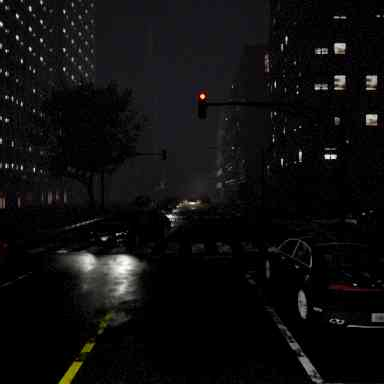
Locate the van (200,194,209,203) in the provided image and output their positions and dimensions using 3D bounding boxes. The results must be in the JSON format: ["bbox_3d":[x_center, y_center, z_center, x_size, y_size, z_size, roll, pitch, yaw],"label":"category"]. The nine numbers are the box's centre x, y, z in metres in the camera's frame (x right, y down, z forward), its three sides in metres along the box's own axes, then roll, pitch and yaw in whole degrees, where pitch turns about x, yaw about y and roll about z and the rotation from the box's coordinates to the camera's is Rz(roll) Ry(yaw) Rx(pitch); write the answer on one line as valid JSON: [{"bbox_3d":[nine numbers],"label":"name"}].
[{"bbox_3d":[2.681,1.402,72.438,1.690,1.788,3.998,0,0,0],"label":"van"}]

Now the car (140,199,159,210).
[{"bbox_3d":[-5.697,1.592,44.822,1.947,1.339,4.313,0,0,0],"label":"car"}]

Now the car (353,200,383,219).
[{"bbox_3d":[14.231,1.352,23.746,4.181,1.385,1.994,-1,0,-1],"label":"car"}]

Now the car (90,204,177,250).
[{"bbox_3d":[-2.529,1.509,14.700,1.837,1.490,4.892,-2,-1,19],"label":"car"}]

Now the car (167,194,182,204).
[{"bbox_3d":[-3.088,1.565,56.556,1.812,1.442,4.674,0,0,0],"label":"car"}]

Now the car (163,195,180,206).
[{"bbox_3d":[-3.104,1.554,46.263,1.812,1.442,4.674,0,0,0],"label":"car"}]

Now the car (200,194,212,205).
[{"bbox_3d":[2.683,1.611,61.391,1.947,1.339,4.313,0,0,0],"label":"car"}]

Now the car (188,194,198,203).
[{"bbox_3d":[0.091,1.656,68.903,1.895,1.301,4.718,0,0,0],"label":"car"}]

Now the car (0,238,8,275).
[{"bbox_3d":[-5.692,1.545,6.911,1.887,1.381,4.507,0,0,0],"label":"car"}]

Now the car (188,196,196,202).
[{"bbox_3d":[-0.008,1.668,78.905,1.895,1.301,4.718,0,0,0],"label":"car"}]

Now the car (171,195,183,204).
[{"bbox_3d":[-3.033,1.405,67.197,2.097,1.767,4.553,0,0,0],"label":"car"}]

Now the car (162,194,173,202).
[{"bbox_3d":[-5.700,1.386,77.959,2.192,1.841,5.009,0,0,0],"label":"car"}]

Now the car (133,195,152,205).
[{"bbox_3d":[-5.696,1.336,39.299,2.192,1.841,5.009,0,0,0],"label":"car"}]

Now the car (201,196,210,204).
[{"bbox_3d":[2.682,1.578,67.084,1.752,1.417,4.829,0,0,0],"label":"car"}]

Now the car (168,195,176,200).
[{"bbox_3d":[-5.702,1.654,94.528,2.008,1.369,4.403,0,0,0],"label":"car"}]

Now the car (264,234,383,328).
[{"bbox_3d":[2.688,1.551,6.912,2.008,1.369,4.403,0,0,0],"label":"car"}]

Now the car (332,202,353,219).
[{"bbox_3d":[13.423,1.350,26.319,4.403,1.369,2.008,-1,1,-1],"label":"car"}]

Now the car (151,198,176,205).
[{"bbox_3d":[-3.093,1.620,37.150,1.895,1.301,4.718,0,0,-1],"label":"car"}]
